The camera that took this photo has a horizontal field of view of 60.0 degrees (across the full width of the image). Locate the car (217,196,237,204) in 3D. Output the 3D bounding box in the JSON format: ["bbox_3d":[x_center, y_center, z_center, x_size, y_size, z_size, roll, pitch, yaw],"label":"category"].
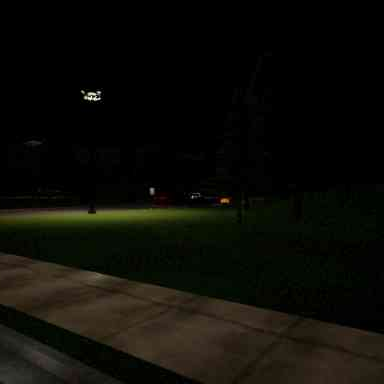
[{"bbox_3d":[7.233,1.477,62.051,1.882,1.535,5.008,0,0,36],"label":"car"}]

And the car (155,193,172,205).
[{"bbox_3d":[-4.142,1.220,58.265,2.150,2.045,5.566,0,0,36],"label":"car"}]

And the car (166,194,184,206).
[{"bbox_3d":[-1.632,1.504,55.782,1.837,1.490,4.892,0,0,37],"label":"car"}]

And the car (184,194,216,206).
[{"bbox_3d":[1.405,1.477,53.999,1.882,1.535,5.008,0,0,37],"label":"car"}]
